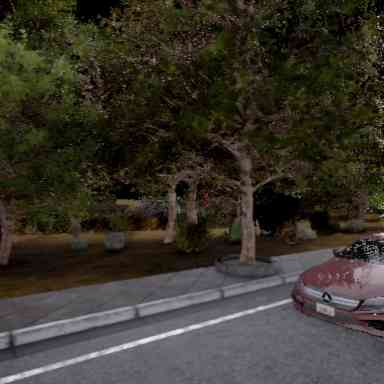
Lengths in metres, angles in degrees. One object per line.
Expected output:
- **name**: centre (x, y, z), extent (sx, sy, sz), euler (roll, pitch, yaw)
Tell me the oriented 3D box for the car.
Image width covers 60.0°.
- **car**: centre (3.961, 1.568, 6.472), extent (4.674, 1.442, 1.812), euler (1, 0, -35)
